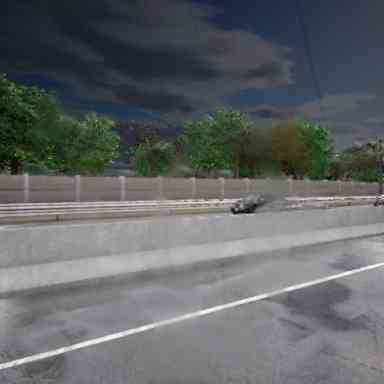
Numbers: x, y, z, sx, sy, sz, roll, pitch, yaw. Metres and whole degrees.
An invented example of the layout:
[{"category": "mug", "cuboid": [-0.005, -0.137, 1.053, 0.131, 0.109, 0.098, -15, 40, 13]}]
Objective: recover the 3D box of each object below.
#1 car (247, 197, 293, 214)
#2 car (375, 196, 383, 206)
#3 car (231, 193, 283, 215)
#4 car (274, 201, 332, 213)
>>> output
[{"category": "car", "cuboid": [6.960, 1.389, 26.066, 4.892, 1.490, 1.837, 0, 0, -35]}, {"category": "car", "cuboid": [26.123, 1.092, 43.712, 4.553, 1.767, 2.097, 0, 0, -34]}, {"category": "car", "cuboid": [6.030, 1.098, 29.693, 5.566, 2.045, 2.150, 0, 0, -35]}, {"category": "car", "cuboid": [8.062, 1.491, 22.562, 4.718, 1.301, 1.895, 0, 0, -35]}]
